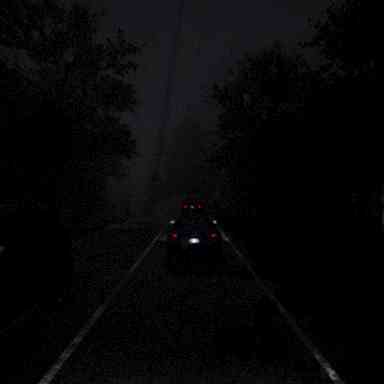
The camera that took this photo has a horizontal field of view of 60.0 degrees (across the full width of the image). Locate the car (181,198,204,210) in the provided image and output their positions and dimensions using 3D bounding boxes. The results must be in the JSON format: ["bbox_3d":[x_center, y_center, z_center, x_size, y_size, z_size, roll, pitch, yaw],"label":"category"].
[{"bbox_3d":[0.060,1.676,34.670,2.150,2.045,5.566,0,-3,1],"label":"car"}]

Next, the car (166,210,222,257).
[{"bbox_3d":[0.072,1.620,13.177,1.994,1.385,4.181,0,0,0],"label":"car"}]

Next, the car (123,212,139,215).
[{"bbox_3d":[-15.684,5.876,84.503,1.837,1.490,4.892,-4,-5,40],"label":"car"}]

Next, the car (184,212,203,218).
[{"bbox_3d":[0.426,6.318,89.745,5.008,1.535,1.882,0,-5,12],"label":"car"}]

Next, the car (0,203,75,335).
[{"bbox_3d":[-3.608,1.244,5.039,2.150,2.045,5.566,0,0,0],"label":"car"}]
